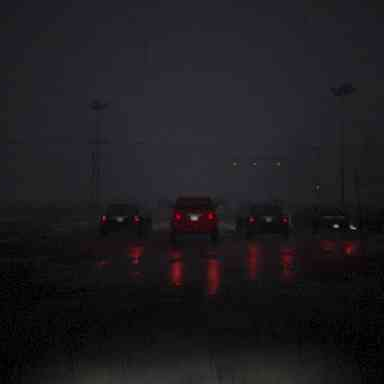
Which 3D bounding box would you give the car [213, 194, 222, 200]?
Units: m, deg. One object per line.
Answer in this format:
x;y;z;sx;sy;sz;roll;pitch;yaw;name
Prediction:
6.990;1.376;91.823;1.994;1.385;4.181;0;0;0;car

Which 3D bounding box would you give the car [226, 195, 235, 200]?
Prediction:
10.490;1.418;91.853;1.895;1.301;4.718;0;0;0;car

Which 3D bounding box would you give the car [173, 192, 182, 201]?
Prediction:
-3.509;1.118;81.085;2.150;2.045;5.566;0;0;0;car

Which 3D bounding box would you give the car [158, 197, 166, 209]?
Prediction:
-3.407;1.419;44.295;1.882;1.535;5.008;0;0;0;car

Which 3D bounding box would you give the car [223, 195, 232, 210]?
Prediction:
3.594;1.449;42.787;1.837;1.490;4.892;0;0;0;car

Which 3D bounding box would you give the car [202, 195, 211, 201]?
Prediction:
3.491;1.488;81.662;1.895;1.301;4.718;0;0;0;car

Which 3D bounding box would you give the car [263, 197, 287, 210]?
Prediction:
10.594;1.449;42.755;1.837;1.490;4.892;0;0;0;car

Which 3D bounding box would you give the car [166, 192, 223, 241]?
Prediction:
0.099;1.199;16.735;2.150;2.045;5.566;0;0;0;car

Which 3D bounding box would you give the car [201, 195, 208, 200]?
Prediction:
3.490;1.421;91.854;1.895;1.301;4.718;0;0;0;car

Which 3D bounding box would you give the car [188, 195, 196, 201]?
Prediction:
-0.009;1.488;81.740;1.895;1.301;4.718;0;0;0;car

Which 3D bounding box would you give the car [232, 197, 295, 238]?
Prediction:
3.598;1.329;17.721;2.097;1.767;4.553;0;0;0;car

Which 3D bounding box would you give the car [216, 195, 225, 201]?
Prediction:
6.991;1.393;81.609;1.837;1.490;4.892;0;0;0;car

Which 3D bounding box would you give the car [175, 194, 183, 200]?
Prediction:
-3.510;1.368;91.823;2.033;1.411;5.357;0;0;0;car

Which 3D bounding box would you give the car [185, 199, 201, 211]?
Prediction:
0.093;1.547;41.192;1.895;1.301;4.718;0;0;0;car

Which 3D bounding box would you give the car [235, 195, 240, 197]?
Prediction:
7.094;1.507;43.296;1.994;1.385;4.181;0;0;0;car

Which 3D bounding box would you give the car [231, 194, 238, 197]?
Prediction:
10.491;1.248;81.523;2.097;1.767;4.553;0;0;0;car

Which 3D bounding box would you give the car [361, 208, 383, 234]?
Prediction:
10.599;1.541;18.001;1.994;1.385;4.181;0;0;0;car

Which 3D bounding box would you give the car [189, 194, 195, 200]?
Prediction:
-0.010;1.328;91.824;1.837;1.490;4.892;0;0;0;car

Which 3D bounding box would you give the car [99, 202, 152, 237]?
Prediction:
-3.402;1.329;17.872;2.097;1.767;4.553;0;0;0;car

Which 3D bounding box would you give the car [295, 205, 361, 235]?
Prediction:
7.099;1.467;18.793;2.128;1.511;4.902;0;0;0;car
